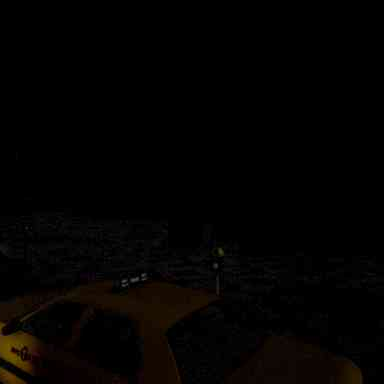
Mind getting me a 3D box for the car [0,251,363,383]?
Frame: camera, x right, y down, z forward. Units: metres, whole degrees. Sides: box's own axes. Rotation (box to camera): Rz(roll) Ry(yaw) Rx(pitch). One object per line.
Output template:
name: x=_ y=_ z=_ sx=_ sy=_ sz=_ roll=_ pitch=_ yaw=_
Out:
car: x=-0.822 y=1.525 z=3.552 sx=4.829 sy=1.417 sz=1.752 roll=0 pitch=0 yaw=36
